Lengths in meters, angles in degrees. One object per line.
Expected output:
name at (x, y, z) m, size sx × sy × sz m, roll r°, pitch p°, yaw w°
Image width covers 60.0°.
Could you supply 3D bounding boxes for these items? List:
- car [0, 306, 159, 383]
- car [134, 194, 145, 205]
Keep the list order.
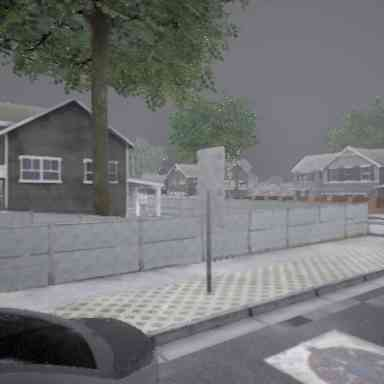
car at (-2.366, 1.507, 1.376) m, size 4.892 × 1.490 × 1.837 m, roll 0°, pitch 0°, yaw -35°
car at (-9.612, 1.267, 53.311) m, size 2.150 × 2.045 × 5.566 m, roll 0°, pitch 0°, yaw -36°
